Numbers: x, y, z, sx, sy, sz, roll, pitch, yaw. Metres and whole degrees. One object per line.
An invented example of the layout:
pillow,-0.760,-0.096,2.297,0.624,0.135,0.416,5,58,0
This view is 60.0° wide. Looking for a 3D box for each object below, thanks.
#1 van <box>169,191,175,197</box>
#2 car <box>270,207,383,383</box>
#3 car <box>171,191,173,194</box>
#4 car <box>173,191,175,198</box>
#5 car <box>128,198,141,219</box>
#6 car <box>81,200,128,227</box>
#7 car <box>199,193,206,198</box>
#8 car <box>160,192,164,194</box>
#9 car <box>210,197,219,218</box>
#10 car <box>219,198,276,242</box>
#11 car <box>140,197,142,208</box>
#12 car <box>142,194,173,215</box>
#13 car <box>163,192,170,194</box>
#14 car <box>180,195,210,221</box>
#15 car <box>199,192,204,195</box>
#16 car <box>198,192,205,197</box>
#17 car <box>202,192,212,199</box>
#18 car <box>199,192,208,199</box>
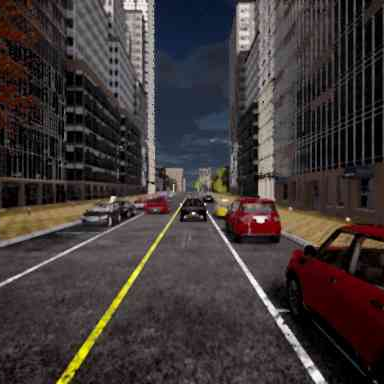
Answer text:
van,-5.680,0.543,95.179,1.690,1.788,3.998,0,1,0
car,2.695,1.283,4.093,2.192,1.841,5.009,0,0,0
car,-5.683,0.986,72.413,1.802,1.307,4.206,0,0,0
car,-5.681,0.693,89.486,1.967,1.590,4.097,0,1,0
car,-5.686,1.354,26.876,1.947,1.339,4.313,0,0,0
car,-5.686,1.385,21.184,2.008,1.369,4.403,0,0,0
car,2.699,0.835,89.473,1.802,1.307,4.206,0,1,0
car,-5.684,1.150,49.644,2.008,1.369,4.403,0,0,0
car,2.695,1.312,27.032,1.752,1.417,4.829,0,0,0
car,2.695,1.194,15.478,2.192,1.841,5.009,0,0,0
car,-5.685,1.276,38.259,1.802,1.307,4.206,0,0,0
car,-3.096,1.235,30.595,1.882,1.535,5.008,0,1,0
car,-5.684,1.047,61.028,1.887,1.381,4.507,0,0,0
car,0.103,1.279,25.253,1.882,1.535,5.008,0,1,0
car,0.102,1.163,42.396,2.163,1.488,4.792,0,1,0
car,2.699,0.726,95.335,1.752,1.417,4.829,0,1,0
car,2.697,1.117,55.323,1.947,1.339,4.313,0,0,0
car,2.699,0.794,78.088,1.967,1.590,4.097,0,1,0
